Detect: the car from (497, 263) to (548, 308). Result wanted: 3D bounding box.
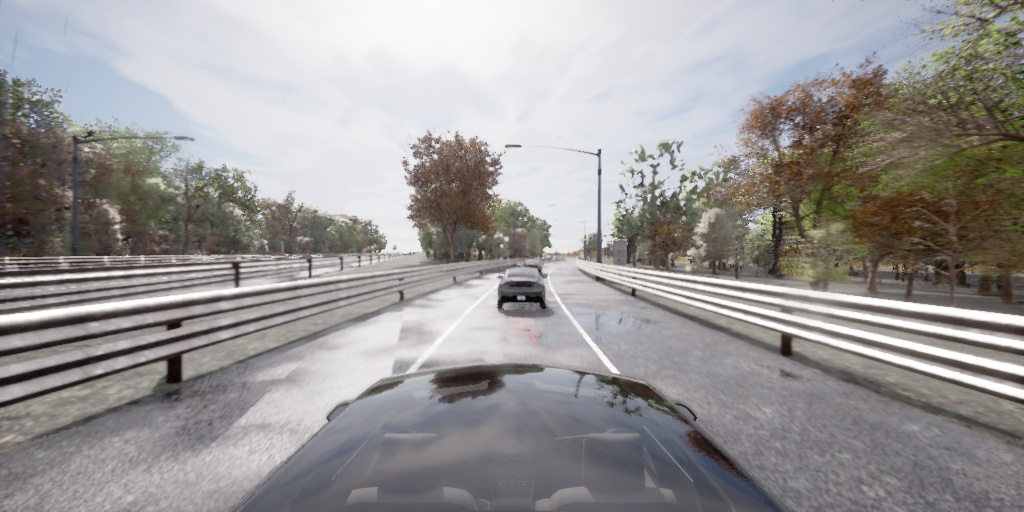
[{"bbox_3d":[0.429,1.225,15.061,1.837,1.490,4.892,0,0,2],"label":"car"}]

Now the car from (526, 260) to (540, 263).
[{"bbox_3d":[2.189,1.160,37.085,1.837,1.490,4.892,0,1,6],"label":"car"}]
